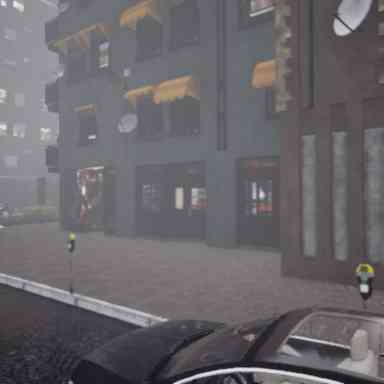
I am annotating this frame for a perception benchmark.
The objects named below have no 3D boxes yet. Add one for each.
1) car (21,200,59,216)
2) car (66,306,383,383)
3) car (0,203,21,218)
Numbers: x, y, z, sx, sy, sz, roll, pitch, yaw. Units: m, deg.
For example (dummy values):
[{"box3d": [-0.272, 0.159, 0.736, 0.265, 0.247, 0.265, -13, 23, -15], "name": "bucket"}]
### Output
[{"box3d": [-14.603, 1.519, 33.113, 1.752, 1.417, 4.829, 0, 1, 35], "name": "car"}, {"box3d": [0.876, 1.555, 2.249, 4.403, 1.369, 2.008, -1, 0, 36], "name": "car"}, {"box3d": [-17.693, 1.619, 28.688, 2.008, 1.369, 4.403, 0, 1, 35], "name": "car"}]
